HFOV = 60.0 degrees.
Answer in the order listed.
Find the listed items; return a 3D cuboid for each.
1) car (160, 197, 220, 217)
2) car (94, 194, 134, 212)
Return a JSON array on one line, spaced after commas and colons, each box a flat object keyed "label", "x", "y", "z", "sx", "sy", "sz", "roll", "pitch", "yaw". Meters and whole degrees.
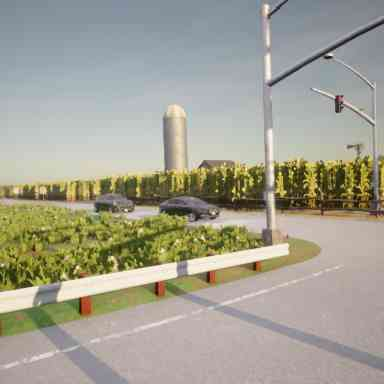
[{"label": "car", "x": -0.263, "y": 1.084, "z": 21.994, "sx": 1.837, "sy": 1.490, "sz": 4.892, "roll": -3, "pitch": 2, "yaw": -40}, {"label": "car", "x": -7.078, "y": 0.970, "z": 30.020, "sx": 2.097, "sy": 1.767, "sz": 4.553, "roll": -3, "pitch": 2, "yaw": -40}]
